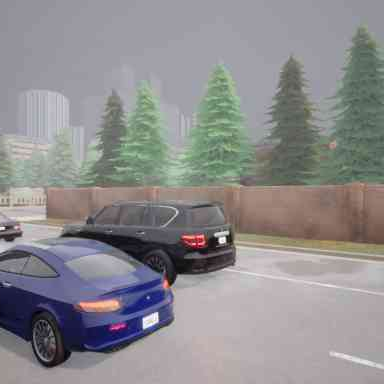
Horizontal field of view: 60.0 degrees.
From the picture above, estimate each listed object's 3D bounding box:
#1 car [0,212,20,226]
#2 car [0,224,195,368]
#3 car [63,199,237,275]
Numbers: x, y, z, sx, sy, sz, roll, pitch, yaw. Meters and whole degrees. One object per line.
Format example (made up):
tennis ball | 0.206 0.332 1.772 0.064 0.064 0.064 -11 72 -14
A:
car | -9.760 1.547 15.263 5.357 1.411 2.033 0 0 39
car | -2.415 1.526 5.731 4.674 1.442 1.812 0 0 36
car | -1.463 1.221 9.348 5.566 2.045 2.150 0 0 36
